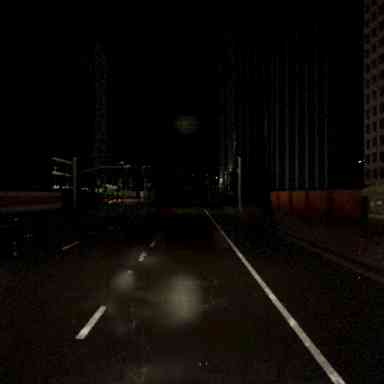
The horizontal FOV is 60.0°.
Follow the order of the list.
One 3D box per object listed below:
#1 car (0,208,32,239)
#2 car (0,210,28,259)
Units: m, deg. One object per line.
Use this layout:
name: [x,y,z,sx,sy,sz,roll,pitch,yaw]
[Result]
car: [-10.547,1.647,17.686,1.994,1.385,4.181,0,0,0]
car: [-7.080,1.397,9.806,2.097,1.767,4.553,0,0,0]
